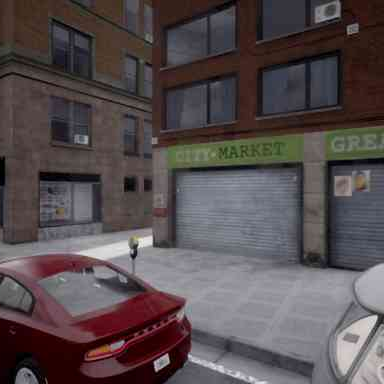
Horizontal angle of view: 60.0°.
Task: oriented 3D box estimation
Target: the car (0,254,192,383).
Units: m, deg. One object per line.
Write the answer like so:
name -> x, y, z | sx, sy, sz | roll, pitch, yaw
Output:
car -> -2.113, 1.544, 4.581 | 4.507, 1.381, 1.887 | 0, 0, 35

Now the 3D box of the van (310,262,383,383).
van -> 2.497, 1.341, 1.295 | 3.998, 1.788, 1.690 | 0, 0, 35
